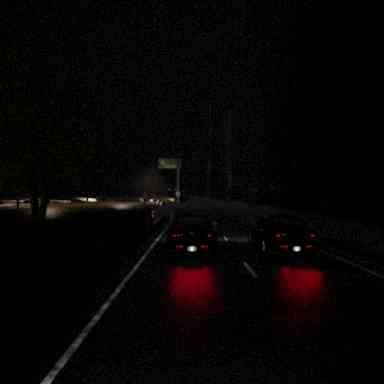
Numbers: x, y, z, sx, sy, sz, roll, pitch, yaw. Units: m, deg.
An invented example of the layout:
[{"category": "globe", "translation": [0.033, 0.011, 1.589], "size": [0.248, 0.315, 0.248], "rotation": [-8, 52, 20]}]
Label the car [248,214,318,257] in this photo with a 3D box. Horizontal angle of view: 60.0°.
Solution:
[{"category": "car", "translation": [3.514, 1.638, 13.498], "size": [1.837, 1.490, 4.892], "rotation": [0, 0, 0]}]

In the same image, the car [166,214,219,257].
[{"category": "car", "translation": [0.015, 1.638, 13.498], "size": [1.837, 1.490, 4.892], "rotation": [0, 0, 0]}]
